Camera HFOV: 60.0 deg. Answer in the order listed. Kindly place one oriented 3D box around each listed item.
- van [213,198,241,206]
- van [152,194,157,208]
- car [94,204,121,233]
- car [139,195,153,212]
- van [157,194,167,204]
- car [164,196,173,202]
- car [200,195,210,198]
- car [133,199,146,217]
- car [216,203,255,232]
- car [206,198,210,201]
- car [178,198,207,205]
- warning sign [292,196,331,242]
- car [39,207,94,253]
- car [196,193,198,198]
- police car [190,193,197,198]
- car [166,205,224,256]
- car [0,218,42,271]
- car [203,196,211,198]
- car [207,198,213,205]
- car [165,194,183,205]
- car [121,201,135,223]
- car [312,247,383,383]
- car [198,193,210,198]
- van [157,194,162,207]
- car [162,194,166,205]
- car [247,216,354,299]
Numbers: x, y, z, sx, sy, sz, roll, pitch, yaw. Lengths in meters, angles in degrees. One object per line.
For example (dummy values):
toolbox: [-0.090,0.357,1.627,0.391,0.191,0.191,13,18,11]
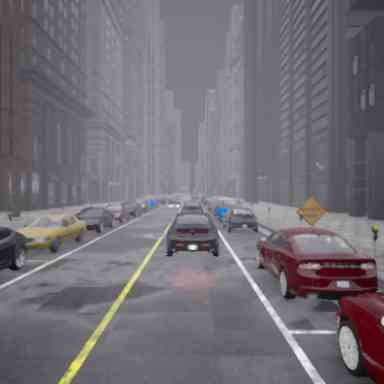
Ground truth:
van: [2.755,1.342,25.215,1.690,1.788,3.998,0,0,0]
van: [-5.774,1.352,42.107,1.690,1.788,3.998,0,0,0]
car: [-5.768,1.565,19.559,1.947,1.339,4.313,0,0,0]
car: [-5.772,1.447,36.470,1.967,1.590,4.097,0,0,0]
van: [-5.779,1.373,64.652,1.690,1.788,3.998,0,0,0]
car: [-5.782,1.600,81.562,1.887,1.381,4.507,0,0,0]
car: [2.749,1.565,53.396,1.887,1.381,4.507,0,0,0]
car: [-5.771,1.569,30.833,1.947,1.339,4.313,0,0,0]
car: [2.757,1.550,19.579,2.008,1.369,4.403,0,0,0]
car: [2.753,1.588,36.488,1.802,1.307,4.206,0,0,0]
car: [0.041,1.508,28.073,1.837,1.490,4.892,0,0,0]
warning sign: [5.066,1.114,14.162,1.300,1.860,1.060,0,0,0]
car: [-5.767,1.524,13.753,1.752,1.417,4.829,0,0,0]
car: [2.742,1.590,87.384,1.752,1.417,4.829,0,0,0]
police car: [0.880,1.501,94.275,1.930,1.638,5.238,0,0,0]
car: [0.043,1.504,13.074,1.837,1.490,4.892,0,0,0]
car: [-5.765,1.565,8.287,1.947,1.339,4.313,0,0,0]
car: [2.752,1.561,42.124,2.008,1.369,4.403,0,0,0]
car: [2.754,1.554,30.851,2.008,1.369,4.403,0,0,0]
car: [-3.067,1.588,58.408,1.994,1.385,4.181,0,0,0]
car: [-5.769,1.583,25.197,1.802,1.307,4.206,0,0,0]
car: [2.761,1.544,2.670,1.887,1.381,4.507,0,0,0]
car: [2.746,1.347,64.669,2.192,1.841,5.009,0,0,0]
van: [-5.775,1.356,47.743,1.690,1.788,3.998,0,0,0]
car: [-5.777,1.341,59.016,2.192,1.841,5.009,0,0,0]
car: [2.759,1.543,8.306,1.887,1.381,4.507,0,0,0]
